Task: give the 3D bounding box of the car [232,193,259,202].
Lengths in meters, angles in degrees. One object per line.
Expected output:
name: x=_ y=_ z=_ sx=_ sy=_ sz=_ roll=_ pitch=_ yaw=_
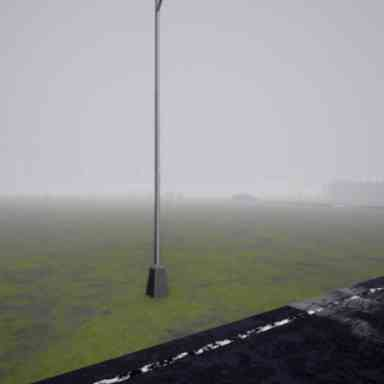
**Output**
car: x=9.343 y=0.967 z=58.901 sx=2.033 sy=1.411 sz=5.357 roll=-1 pitch=1 yaw=-35
